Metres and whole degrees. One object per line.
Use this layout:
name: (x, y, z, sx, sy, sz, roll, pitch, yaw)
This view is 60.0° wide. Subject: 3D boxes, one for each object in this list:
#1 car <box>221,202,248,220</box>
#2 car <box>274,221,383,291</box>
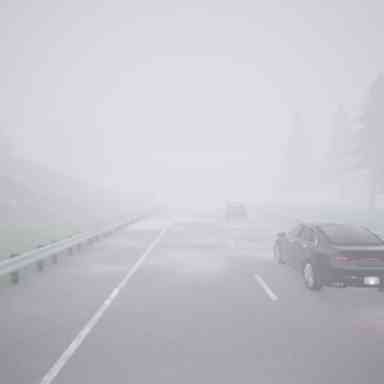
car: (3.684, 1.631, 29.183, 2.128, 1.511, 4.902, 0, 0, 0)
car: (3.629, 1.552, 9.124, 1.837, 1.490, 4.892, 0, 0, 0)
